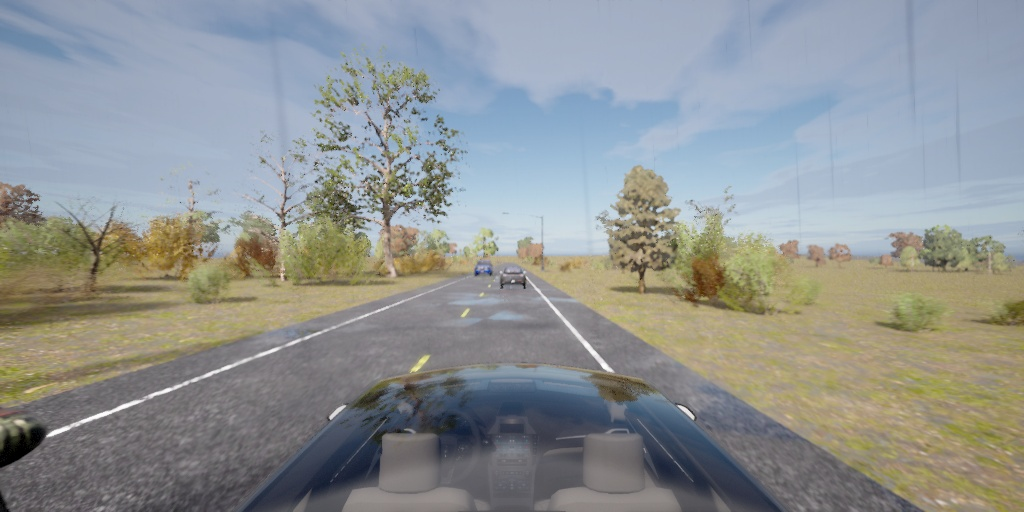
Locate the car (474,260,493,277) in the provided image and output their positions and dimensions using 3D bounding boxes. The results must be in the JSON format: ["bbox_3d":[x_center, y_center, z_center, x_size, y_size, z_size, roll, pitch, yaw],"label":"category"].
[{"bbox_3d":[-3.628,1.562,46.543,2.150,2.045,5.566,0,-1,0],"label":"car"}]

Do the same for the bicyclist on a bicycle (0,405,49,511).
[{"bbox_3d":[-3.002,1.207,1.816,1.656,1.620,0.582,-2,-1,0],"label":"bicyclist on a bicycle"}]

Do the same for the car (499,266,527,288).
[{"bbox_3d":[0.078,1.566,26.877,2.128,1.511,4.902,0,-1,0],"label":"car"}]
